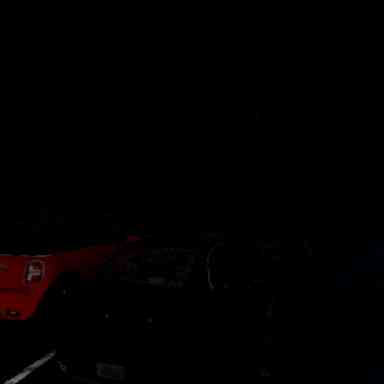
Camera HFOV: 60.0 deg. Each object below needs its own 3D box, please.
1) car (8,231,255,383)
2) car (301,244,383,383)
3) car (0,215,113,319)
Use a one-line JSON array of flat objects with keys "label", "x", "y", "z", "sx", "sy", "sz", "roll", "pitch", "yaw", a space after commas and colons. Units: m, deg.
[{"label": "car", "x": -0.147, "y": 1.457, "z": 5.491, "sx": 2.231, "sy": 1.521, "sz": 4.892, "roll": 0, "pitch": 0, "yaw": 15}, {"label": "car", "x": 2.331, "y": 1.480, "z": 3.766, "sx": 2.097, "sy": 1.535, "sz": 5.008, "roll": 1, "pitch": 0, "yaw": 15}, {"label": "car", "x": -2.626, "y": 1.306, "z": 7.213, "sx": 2.185, "sy": 1.767, "sz": 4.553, "roll": 0, "pitch": 0, "yaw": 14}]
